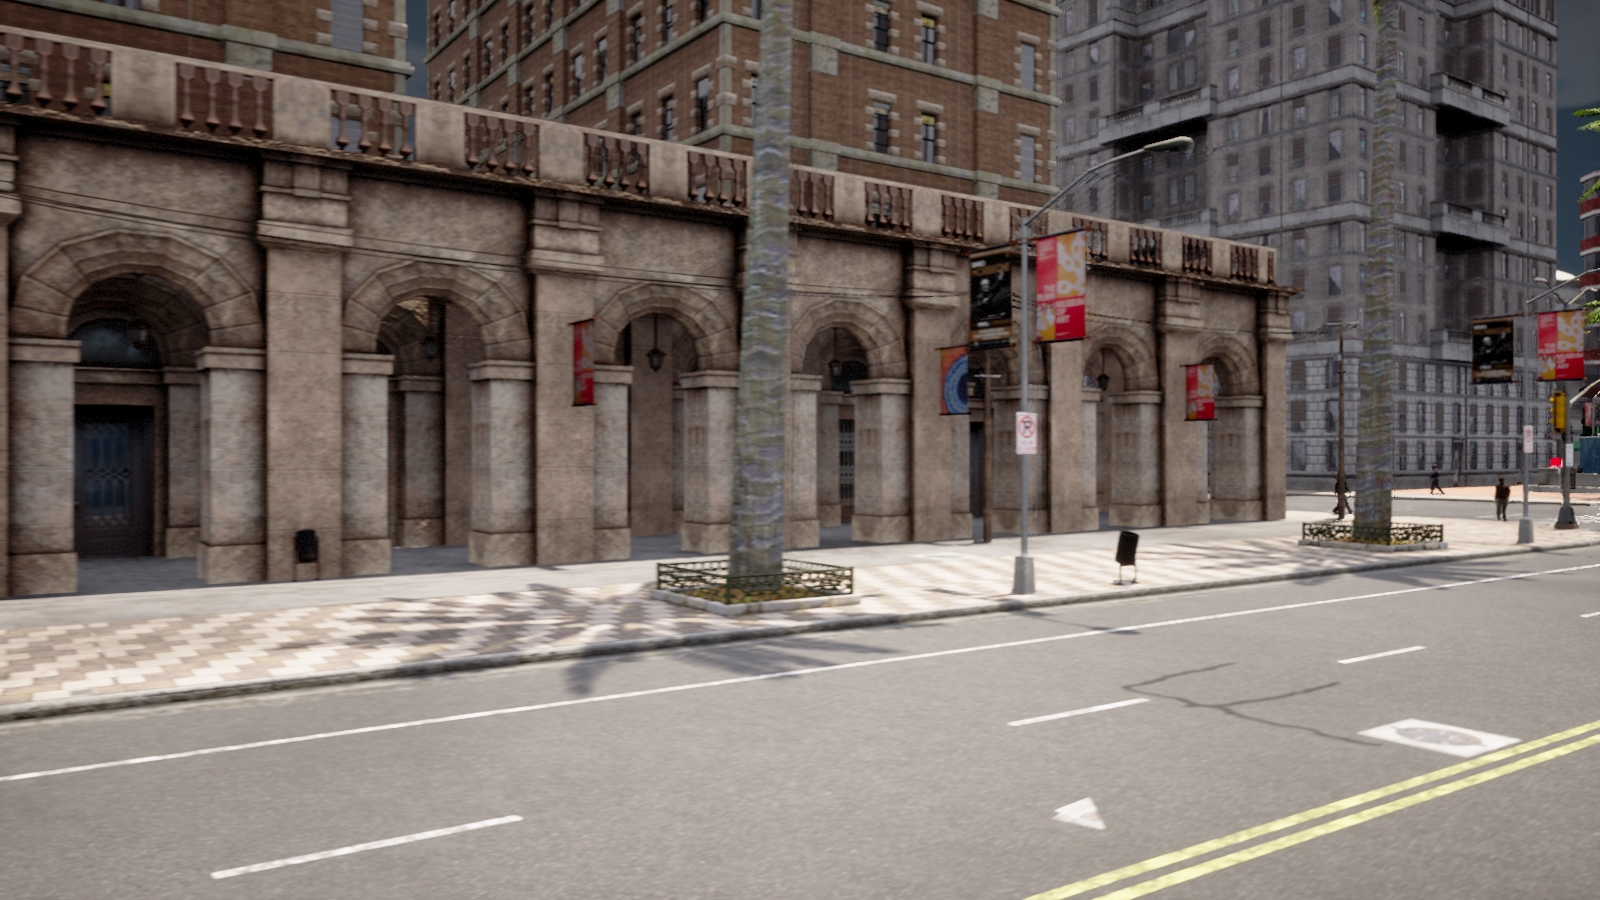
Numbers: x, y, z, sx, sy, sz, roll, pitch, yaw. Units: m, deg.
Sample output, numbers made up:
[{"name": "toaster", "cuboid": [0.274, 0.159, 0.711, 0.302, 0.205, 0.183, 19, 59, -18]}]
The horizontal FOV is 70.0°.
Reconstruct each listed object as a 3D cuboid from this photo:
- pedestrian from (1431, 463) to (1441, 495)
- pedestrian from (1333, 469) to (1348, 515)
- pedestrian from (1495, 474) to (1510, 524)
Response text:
[{"name": "pedestrian", "cuboid": [37.301, 1.696, 66.986, 0.375, 1.860, 0.375, 0, 0, -40]}, {"name": "pedestrian", "cuboid": [21.884, 1.696, 46.253, 0.375, 1.860, 0.375, 0, 0, -26]}, {"name": "pedestrian", "cuboid": [26.549, 1.849, 43.187, 0.375, 1.860, 0.375, 0, 0, -39]}]
